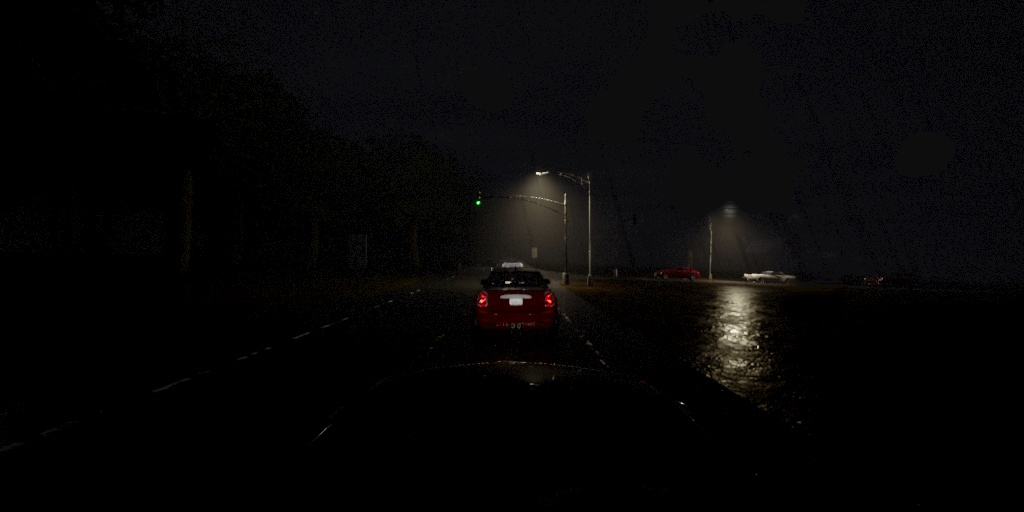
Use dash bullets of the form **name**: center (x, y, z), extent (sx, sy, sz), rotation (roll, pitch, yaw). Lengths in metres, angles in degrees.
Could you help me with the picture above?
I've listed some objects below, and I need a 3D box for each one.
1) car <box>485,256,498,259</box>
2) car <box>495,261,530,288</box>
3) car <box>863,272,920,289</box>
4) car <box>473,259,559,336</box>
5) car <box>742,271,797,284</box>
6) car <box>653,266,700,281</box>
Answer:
- **car**: center (-3.652, 1.006, 55.858), extent (1.994, 1.385, 4.181), rotation (0, 0, 0)
- **car**: center (0.044, 1.176, 24.318), extent (2.128, 1.511, 4.902), rotation (0, 0, 0)
- **car**: center (40.497, 2.499, 38.381), extent (4.553, 1.767, 2.097), rotation (2, -1, -1)
- **car**: center (0.089, 1.094, 10.584), extent (2.097, 1.767, 4.553), rotation (0, 0, 0)
- **car**: center (27.462, 2.268, 38.364), extent (4.718, 1.301, 1.895), rotation (2, -1, 0)
- **car**: center (17.584, 1.835, 38.326), extent (4.674, 1.442, 1.812), rotation (2, -1, -1)
